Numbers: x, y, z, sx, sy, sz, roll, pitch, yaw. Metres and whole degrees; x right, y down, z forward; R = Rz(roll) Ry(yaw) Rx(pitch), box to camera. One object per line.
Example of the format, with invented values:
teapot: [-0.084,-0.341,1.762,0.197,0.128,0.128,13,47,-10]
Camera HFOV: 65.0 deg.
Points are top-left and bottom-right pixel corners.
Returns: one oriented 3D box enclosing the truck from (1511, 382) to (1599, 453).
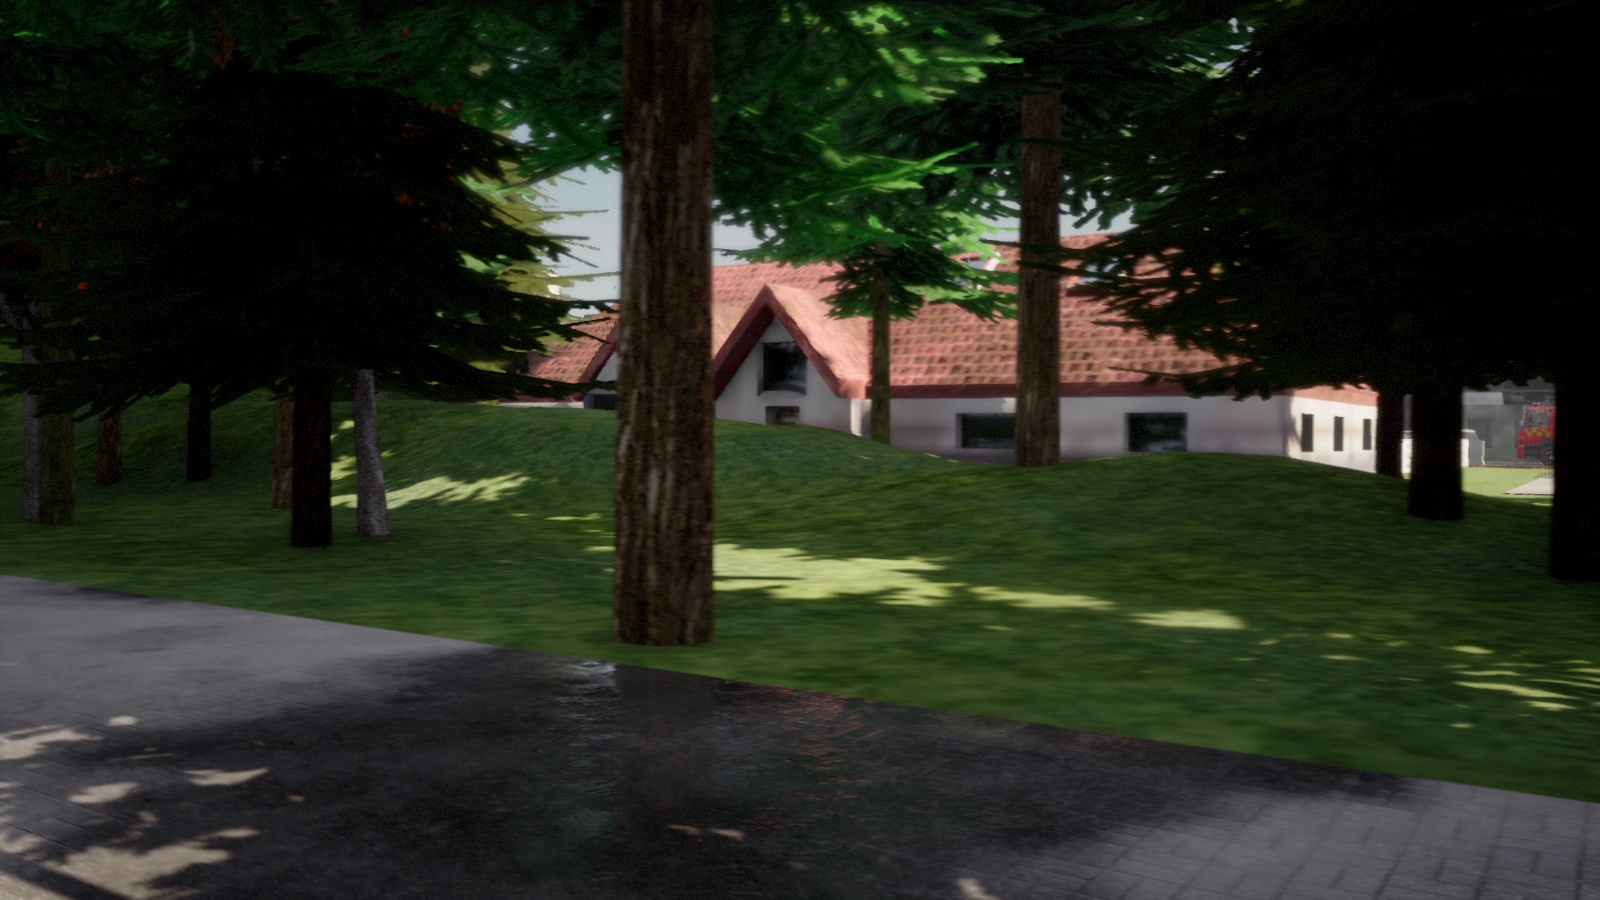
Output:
truck: [43.952,-1.769,68.843,8.468,3.827,2.891,0,1,33]

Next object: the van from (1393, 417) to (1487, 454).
van: [35.500,-0.780,69.690,4.442,1.987,1.775,0,1,34]
